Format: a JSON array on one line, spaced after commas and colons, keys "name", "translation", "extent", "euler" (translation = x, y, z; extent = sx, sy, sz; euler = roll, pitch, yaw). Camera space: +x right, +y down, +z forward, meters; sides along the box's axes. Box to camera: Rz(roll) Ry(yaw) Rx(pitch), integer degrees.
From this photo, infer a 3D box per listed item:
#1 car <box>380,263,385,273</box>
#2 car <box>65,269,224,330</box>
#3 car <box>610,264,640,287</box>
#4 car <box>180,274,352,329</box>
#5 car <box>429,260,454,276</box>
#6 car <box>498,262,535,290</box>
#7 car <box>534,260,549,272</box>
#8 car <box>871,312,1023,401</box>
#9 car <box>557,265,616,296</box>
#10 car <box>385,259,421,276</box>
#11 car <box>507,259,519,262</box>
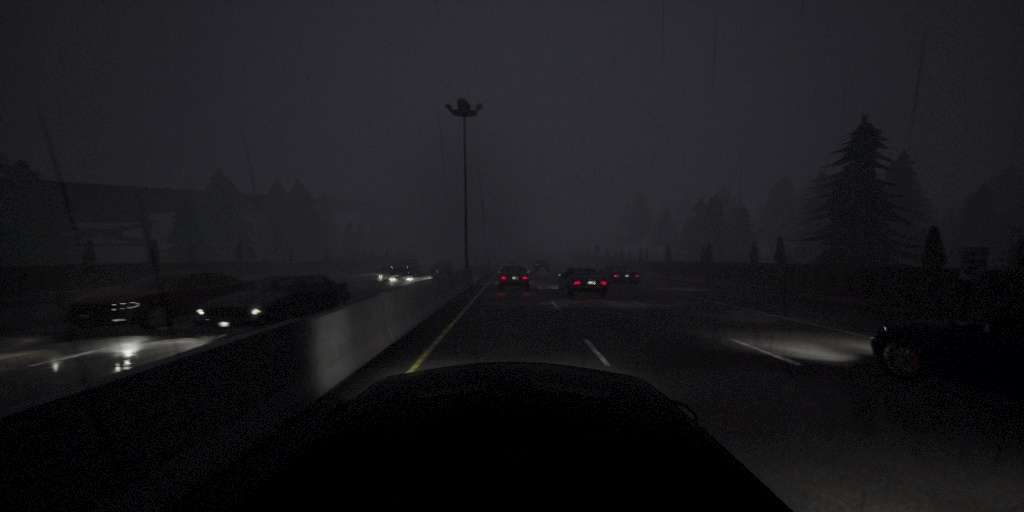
[{"name": "car", "translation": [-14.046, 1.199, 42.623], "extent": [1.882, 1.535, 5.008], "euler": [0, 0, 0]}, {"name": "car", "translation": [-10.592, 1.224, 11.384], "extent": [1.882, 1.535, 5.008], "euler": [0, 0, 0]}, {"name": "car", "translation": [7.115, 1.282, 24.673], "extent": [2.033, 1.411, 5.357], "euler": [0, 0, 0]}, {"name": "car", "translation": [-7.092, 1.294, 11.490], "extent": [2.033, 1.411, 5.357], "euler": [0, 0, 0]}, {"name": "car", "translation": [-7.078, 1.214, 36.492], "extent": [2.128, 1.511, 4.902], "euler": [0, 0, 0]}, {"name": "car", "translation": [0.114, 1.284, 22.545], "extent": [2.033, 1.411, 5.357], "euler": [0, 0, 0]}, {"name": "car", "translation": [3.629, 1.220, 45.255], "extent": [1.837, 1.490, 4.892], "euler": [0, 0, 0]}, {"name": "car", "translation": [7.102, 1.275, 4.181], "extent": [1.812, 1.442, 4.674], "euler": [0, 0, 0]}, {"name": "car", "translation": [3.612, 1.286, 18.980], "extent": [2.033, 1.411, 5.357], "euler": [0, 0, 0]}, {"name": "car", "translation": [-10.576, 1.081, 35.833], "extent": [2.097, 1.767, 4.553], "euler": [0, 0, 0]}, {"name": "car", "translation": [0.132, 1.186, 49.844], "extent": [1.882, 1.535, 5.008], "euler": [0, 0, 0]}]
